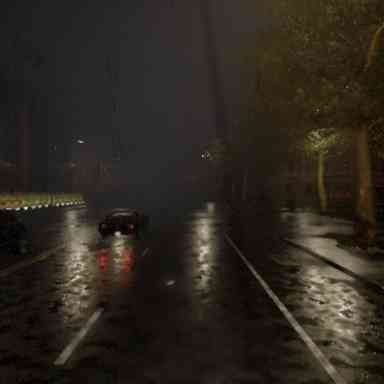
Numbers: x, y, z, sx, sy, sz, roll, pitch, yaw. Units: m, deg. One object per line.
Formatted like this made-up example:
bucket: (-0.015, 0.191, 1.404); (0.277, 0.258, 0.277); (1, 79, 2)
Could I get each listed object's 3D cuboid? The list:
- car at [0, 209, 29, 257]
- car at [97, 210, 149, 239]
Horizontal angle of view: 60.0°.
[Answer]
car: (-6.998, 1.353, 10.166); (2.097, 1.767, 4.553); (0, 0, 1)
car: (-3.396, 1.602, 17.420); (1.895, 1.301, 4.718); (0, 0, 0)
